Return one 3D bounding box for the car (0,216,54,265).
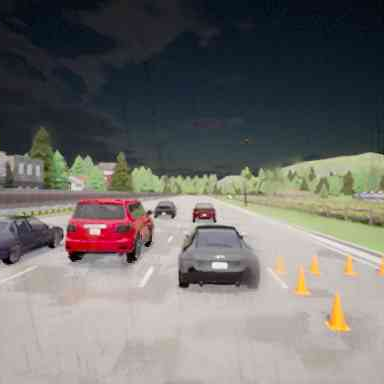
[{"bbox_3d":[-6.302,1.527,11.594,2.033,1.411,5.357,1,0,1],"label":"car"}]

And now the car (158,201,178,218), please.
[{"bbox_3d":[-2.422,1.633,31.731,1.837,1.490,4.892,1,0,1],"label":"car"}]

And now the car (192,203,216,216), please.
[{"bbox_3d":[1.011,1.629,28.199,1.882,1.535,5.008,1,0,1],"label":"car"}]

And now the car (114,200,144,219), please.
[{"bbox_3d":[-5.921,1.590,31.791,1.837,1.490,4.892,1,0,1],"label":"car"}]

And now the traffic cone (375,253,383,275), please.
[{"bbox_3d":[5.571,2.073,9.661,0.340,0.580,0.340,1,0,1],"label":"traffic cone"}]

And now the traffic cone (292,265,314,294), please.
[{"bbox_3d":[2.534,2.026,7.718,0.340,0.580,0.340,1,0,1],"label":"traffic cone"}]

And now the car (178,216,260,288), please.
[{"bbox_3d":[0.659,1.620,9.448,1.994,1.385,4.181,1,0,1],"label":"car"}]

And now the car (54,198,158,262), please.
[{"bbox_3d":[-2.783,1.250,12.377,2.150,2.045,5.566,1,0,1],"label":"car"}]

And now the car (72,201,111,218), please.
[{"bbox_3d":[-9.425,1.587,31.670,2.033,1.411,5.357,1,0,1],"label":"car"}]

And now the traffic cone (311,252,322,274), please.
[{"bbox_3d":[3.571,2.048,9.699,0.340,0.580,0.340,1,0,1],"label":"traffic cone"}]

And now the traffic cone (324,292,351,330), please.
[{"bbox_3d":[2.496,2.015,5.718,0.340,0.580,0.340,1,0,1],"label":"traffic cone"}]

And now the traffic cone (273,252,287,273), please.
[{"bbox_3d":[2.572,2.036,9.717,0.340,0.580,0.340,1,0,1],"label":"traffic cone"}]

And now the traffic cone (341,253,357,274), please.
[{"bbox_3d":[4.571,2.061,9.680,0.340,0.580,0.340,1,0,1],"label":"traffic cone"}]
